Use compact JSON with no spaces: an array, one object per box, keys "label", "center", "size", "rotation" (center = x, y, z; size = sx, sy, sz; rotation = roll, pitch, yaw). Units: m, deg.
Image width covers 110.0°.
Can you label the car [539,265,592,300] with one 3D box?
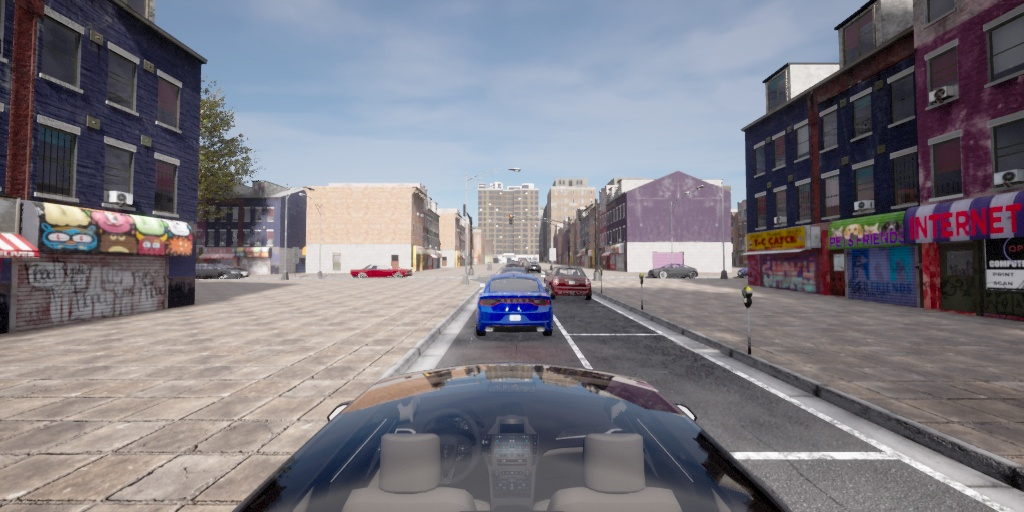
[{"label":"car","center":[2.635,1.206,17.822],"size":[1.967,1.591,4.097],"rotation":[0,0,0]}]

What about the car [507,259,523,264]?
[{"label":"car","center":[0.130,1.364,45.538],"size":[1.837,1.490,4.892],"rotation":[0,0,0]}]

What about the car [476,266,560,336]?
[{"label":"car","center":[0.039,1.233,10.495],"size":[1.882,1.535,5.008],"rotation":[0,0,-1]}]

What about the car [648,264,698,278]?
[{"label":"car","center":[14.605,1.379,32.653],"size":[4.181,1.385,1.994],"rotation":[0,-2,0]}]

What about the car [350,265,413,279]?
[{"label":"car","center":[-10.755,1.362,29.873],"size":[4.718,1.301,1.895],"rotation":[0,-2,0]}]

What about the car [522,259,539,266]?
[{"label":"car","center":[2.634,1.420,44.566],"size":[1.948,1.339,4.313],"rotation":[0,0,0]}]

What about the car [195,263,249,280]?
[{"label":"car","center":[-24.748,1.359,29.956],"size":[4.902,1.511,2.128],"rotation":[-1,-2,0]}]

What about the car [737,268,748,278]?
[{"label":"car","center":[23.059,1.336,32.599],"size":[4.674,1.442,1.812],"rotation":[0,-2,0]}]

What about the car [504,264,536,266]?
[{"label":"car","center":[0.098,1.292,18.022],"size":[1.812,1.442,4.674],"rotation":[0,0,0]}]
